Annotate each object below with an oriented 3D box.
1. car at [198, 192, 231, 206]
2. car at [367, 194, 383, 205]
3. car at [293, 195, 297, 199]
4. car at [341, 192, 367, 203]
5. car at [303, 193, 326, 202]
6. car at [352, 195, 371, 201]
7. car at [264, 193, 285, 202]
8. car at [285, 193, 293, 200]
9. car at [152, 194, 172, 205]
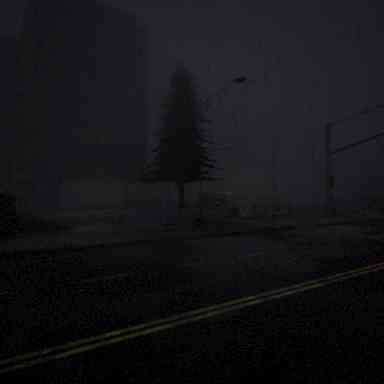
[{"bbox_3d":[3.293,1.225,54.060,2.150,2.045,5.566,0,0,-36],"label":"car"},{"bbox_3d":[30.705,1.156,52.106,1.932,1.855,4.605,0,0,-35],"label":"car"},{"bbox_3d":[25.634,1.159,88.464,1.932,1.855,4.605,0,0,-35],"label":"car"},{"bbox_3d":[38.889,1.157,79.410,1.932,1.855,4.605,0,0,-35],"label":"car"},{"bbox_3d":[25.173,1.399,69.541,1.970,1.475,3.806,0,0,-35],"label":"car"},{"bbox_3d":[41.286,1.368,81.037,1.784,1.438,3.905,0,0,-35],"label":"car"},{"bbox_3d":[21.118,1.401,85.190,1.970,1.475,3.806,0,0,-35],"label":"car"},{"bbox_3d":[23.477,1.369,86.868,1.784,1.438,3.905,0,0,-35],"label":"car"},{"bbox_3d":[-5.558,1.530,60.473,1.812,1.442,4.674,0,0,-35],"label":"car"}]
